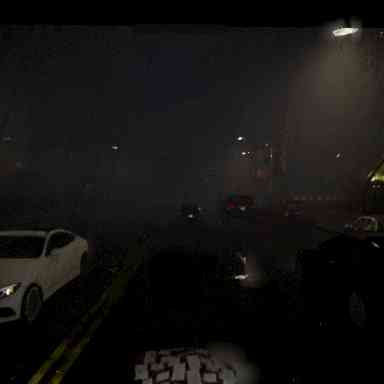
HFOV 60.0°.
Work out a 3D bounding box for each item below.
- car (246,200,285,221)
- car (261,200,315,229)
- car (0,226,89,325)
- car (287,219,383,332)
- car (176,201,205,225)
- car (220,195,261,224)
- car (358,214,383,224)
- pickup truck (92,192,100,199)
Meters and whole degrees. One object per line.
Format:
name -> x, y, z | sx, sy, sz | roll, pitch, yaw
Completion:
car -> 6.144, 1.490, 28.363 | 2.097, 1.535, 5.008 | 0, 0, -1
car -> 6.358, 1.363, 21.940 | 2.185, 1.767, 4.553 | 0, 0, -1
car -> -3.617, 1.526, 7.211 | 1.812, 1.442, 4.674 | 0, 0, 0
car -> 3.573, 1.529, 6.688 | 1.812, 1.442, 4.674 | 0, 0, 0
car -> -0.107, 1.569, 23.920 | 1.994, 1.385, 4.181 | 0, 0, -1
car -> 3.383, 1.229, 25.038 | 2.150, 2.045, 5.566 | 0, 0, -1
car -> 6.448, 1.487, 11.165 | 2.231, 1.521, 4.892 | 0, 0, 9
pickup truck -> -26.060, 1.105, 88.459 | 6.274, 2.098, 2.390 | 0, 0, -1
